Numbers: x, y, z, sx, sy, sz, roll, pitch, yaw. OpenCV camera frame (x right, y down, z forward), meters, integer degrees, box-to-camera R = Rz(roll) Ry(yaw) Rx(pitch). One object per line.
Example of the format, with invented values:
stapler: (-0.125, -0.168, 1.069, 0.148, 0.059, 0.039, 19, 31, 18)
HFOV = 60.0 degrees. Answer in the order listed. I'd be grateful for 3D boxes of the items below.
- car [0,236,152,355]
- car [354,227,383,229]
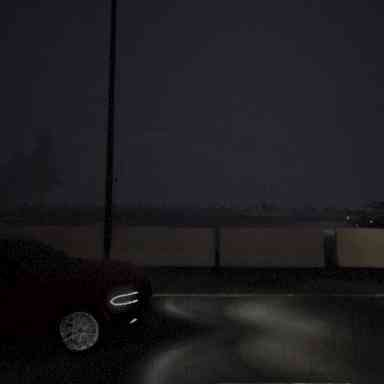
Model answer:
car: (-3.174, 1.482, 5.444, 5.008, 1.535, 1.882, 0, 0, -1)
car: (12.242, 1.779, 20.032, 4.674, 1.442, 1.812, 1, 0, -1)
